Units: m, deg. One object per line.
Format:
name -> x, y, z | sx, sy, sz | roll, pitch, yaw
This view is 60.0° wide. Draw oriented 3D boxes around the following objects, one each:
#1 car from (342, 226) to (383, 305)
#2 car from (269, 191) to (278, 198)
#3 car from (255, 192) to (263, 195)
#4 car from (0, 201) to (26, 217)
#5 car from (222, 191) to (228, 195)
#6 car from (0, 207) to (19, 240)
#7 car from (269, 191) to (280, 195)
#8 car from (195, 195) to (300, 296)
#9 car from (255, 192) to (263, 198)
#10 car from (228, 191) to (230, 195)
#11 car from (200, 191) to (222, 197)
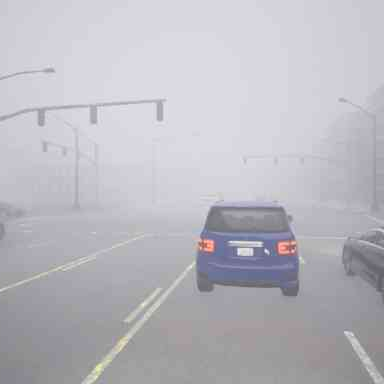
car -> 4.779, 1.492, 7.389 | 2.128, 1.511, 4.902 | 0, 0, 11
car -> 20.711, 0.552, 84.965 | 2.097, 1.767, 4.553 | 0, 1, 11
car -> 11.420, 1.223, 55.537 | 1.837, 1.490, 4.892 | 0, 1, 11
car -> -16.903, 1.507, 28.899 | 4.892, 1.490, 1.837 | -1, 0, 10
car -> 4.515, 0.926, 57.649 | 2.150, 2.045, 5.566 | 0, 1, 11
car -> -8.860, 1.491, 11.728 | 2.128, 1.511, 4.902 | 0, 0, 11
car -> 18.732, 0.881, 74.962 | 2.128, 1.511, 4.902 | 0, 1, 11
car -> 1.511, 1.221, 8.911 | 2.150, 2.045, 5.566 | 0, 0, 11
car -> 17.204, 0.755, 85.273 | 1.994, 1.385, 4.181 | 0, 1, 11
car -> 6.615, 0.741, 67.889 | 2.150, 2.045, 5.566 | 0, 1, 12
car -> 2.489, 1.079, 47.462 | 2.150, 2.045, 5.566 | 0, 1, 11
